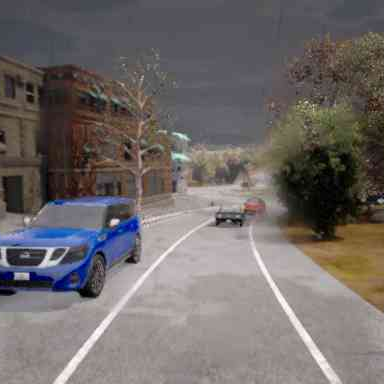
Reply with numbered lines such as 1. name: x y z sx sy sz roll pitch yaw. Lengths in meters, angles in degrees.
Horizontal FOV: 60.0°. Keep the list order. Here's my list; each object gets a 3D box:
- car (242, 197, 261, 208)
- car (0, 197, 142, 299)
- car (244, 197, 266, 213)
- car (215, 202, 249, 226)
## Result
1. car: 9.768 1.621 54.231 1.882 1.535 5.008 3 2 24
2. car: -2.864 1.181 8.814 2.150 2.045 5.566 1 0 5
3. car: 7.747 1.544 40.364 2.097 1.767 4.553 2 0 20
4. car: 2.877 1.640 24.009 1.895 1.301 4.718 1 0 12
